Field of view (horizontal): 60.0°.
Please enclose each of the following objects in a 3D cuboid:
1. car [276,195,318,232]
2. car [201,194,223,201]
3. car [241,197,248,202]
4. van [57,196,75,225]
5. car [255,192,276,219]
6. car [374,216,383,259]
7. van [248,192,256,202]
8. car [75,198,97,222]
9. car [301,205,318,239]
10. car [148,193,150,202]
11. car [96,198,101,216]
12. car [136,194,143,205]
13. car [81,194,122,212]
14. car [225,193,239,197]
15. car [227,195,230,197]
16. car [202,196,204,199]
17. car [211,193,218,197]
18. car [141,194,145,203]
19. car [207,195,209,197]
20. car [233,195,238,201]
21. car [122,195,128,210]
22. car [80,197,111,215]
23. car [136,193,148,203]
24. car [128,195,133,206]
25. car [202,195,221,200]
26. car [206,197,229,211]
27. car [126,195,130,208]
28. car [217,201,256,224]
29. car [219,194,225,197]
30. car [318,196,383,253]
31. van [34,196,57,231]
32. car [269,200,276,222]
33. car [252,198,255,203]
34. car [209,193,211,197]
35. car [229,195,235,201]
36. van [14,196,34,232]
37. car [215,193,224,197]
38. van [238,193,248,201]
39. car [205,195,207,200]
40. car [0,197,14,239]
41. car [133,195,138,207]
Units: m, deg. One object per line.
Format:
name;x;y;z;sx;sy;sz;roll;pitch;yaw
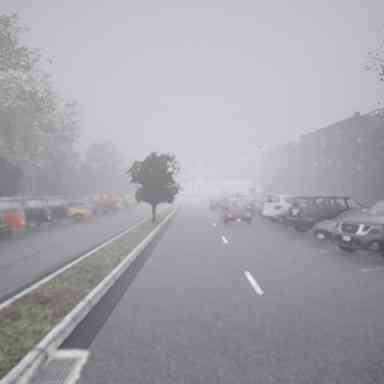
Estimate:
car;7.817;1.238;18.082;5.566;2.045;2.435;1;0;-20
car;5.312;1.460;87.302;5.366;1.575;1.946;1;0;-26
car;7.826;1.517;33.115;4.792;1.488;2.163;1;0;-20
van;-10.294;1.266;21.990;4.442;1.987;1.878;-1;0;-20
car;7.823;1.237;24.090;5.566;2.045;2.435;1;0;-20
car;7.753;1.519;9.036;4.792;1.488;2.163;1;0;-20
van;7.695;1.260;30.046;4.442;1.987;1.878;1;0;-20
car;-10.224;1.488;24.989;5.366;1.575;1.946;-1;0;-20
car;7.759;1.518;15.049;4.792;1.488;2.163;1;0;-20
car;-11.278;1.499;63.412;5.366;1.575;1.946;-1;0;-23
car;-10.425;1.523;27.885;4.792;1.488;2.163;-1;0;-20
car;-10.665;1.527;51.633;4.792;1.488;2.163;-1;0;-21
car;-10.430;1.243;33.837;5.566;2.045;2.435;-1;0;-20
car;7.662;1.357;48.179;4.553;1.767;2.185;1;0;-21
car;7.719;1.485;45.160;4.892;1.521;2.231;1;0;-21
car;5.788;1.341;84.387;4.553;1.767;2.185;1;0;-25
car;7.177;1.224;63.263;5.566;2.045;2.435;1;0;-23
car;-10.699;1.526;54.627;4.792;1.488;2.163;-1;0;-22
car;6.476;1.510;75.344;4.674;1.452;2.002;1;0;-24
car;7.956;1.485;39.198;5.366;1.575;1.946;1;0;-20
car;-10.239;1.489;36.891;5.366;1.575;1.946;-1;0;-20
car;-10.373;1.523;30.889;4.792;1.488;2.163;-1;0;-20
car;-10.829;1.497;57.570;5.008;1.535;2.097;-1;0;-22
car;-10.432;1.369;42.769;4.553;1.767;2.185;-1;0;-21
car;5.369;1.500;90.363;4.792;1.488;2.163;1;0;-26
car;3.093;1.600;41.221;1.895;1.301;4.718;0;0;0
car;-10.424;1.495;39.791;4.892;1.521;2.231;-1;0;-20
car;3.134;1.602;24.417;1.895;1.301;4.718;0;0;0
car;7.538;1.479;54.225;5.008;1.535;2.097;1;0;-22
car;7.762;1.238;12.041;5.566;2.045;2.435;1;0;-20
van;-10.293;1.265;19.012;4.442;1.987;1.878;-1;0;-20
car;7.795;1.488;21.071;5.008;1.535;2.097;1;0;-20
car;7.801;1.488;27.082;5.008;1.535;2.097;1;0;-20
car;6.689;1.512;72.327;4.674;1.452;2.002;1;0;-24
car;7.774;1.485;42.141;5.008;1.535;2.097;1;0;-21
van;-10.292;1.265;16.035;4.442;1.987;1.878;-1;0;-20
car;7.337;1.477;60.259;5.008;1.535;2.097;1;0;-23
van;7.690;1.259;36.071;4.442;1.987;1.878;1;0;-20
car;6.265;1.470;78.355;4.892;1.521;2.231;1;0;-25
car;-10.430;1.241;13.004;5.566;2.045;2.435;-1;0;-20
car;-10.494;1.495;45.724;5.008;1.535;2.097;-1;0;-21
